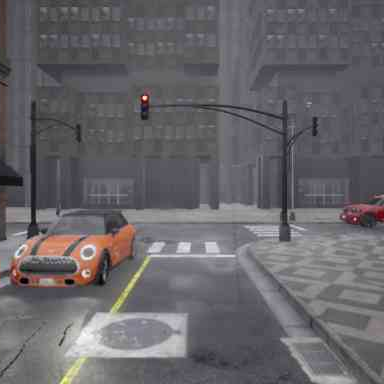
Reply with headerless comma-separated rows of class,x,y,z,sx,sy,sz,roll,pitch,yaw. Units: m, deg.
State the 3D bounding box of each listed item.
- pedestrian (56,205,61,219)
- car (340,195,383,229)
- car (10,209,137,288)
pedestrian,-9.819,1.551,24.442,0.500,1.100,0.500,0,0,1
car,12.454,1.217,21.144,5.566,2.045,2.150,0,0,1
car,-3.026,1.359,9.453,2.097,1.767,4.553,0,0,3
